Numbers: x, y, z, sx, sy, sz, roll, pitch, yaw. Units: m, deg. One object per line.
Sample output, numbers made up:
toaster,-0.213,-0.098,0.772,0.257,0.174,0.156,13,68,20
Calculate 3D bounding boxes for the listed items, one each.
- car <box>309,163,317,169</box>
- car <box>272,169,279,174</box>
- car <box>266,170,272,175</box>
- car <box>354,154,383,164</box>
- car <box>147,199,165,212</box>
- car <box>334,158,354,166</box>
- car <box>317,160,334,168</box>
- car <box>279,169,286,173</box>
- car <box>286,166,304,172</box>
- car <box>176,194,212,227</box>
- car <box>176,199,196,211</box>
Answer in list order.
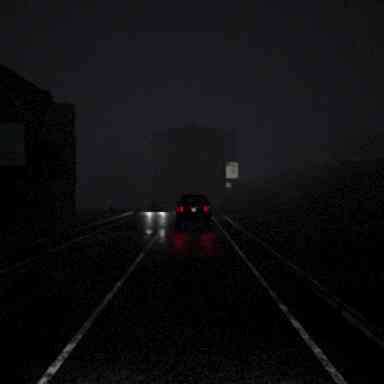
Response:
car,21.747,-4.284,57.228,2.231,1.521,4.892,0,1,-1
car,21.272,-4.764,79.329,2.185,1.767,4.553,0,1,-1
car,21.154,-4.848,84.848,2.185,1.767,4.553,0,1,-1
car,22.457,-3.938,40.632,2.097,1.535,5.008,0,1,-4
car,-4.192,1.541,38.829,1.812,1.442,4.674,0,-1,-8
car,22.106,-4.023,46.169,2.002,1.452,4.674,0,1,-2
car,21.874,-4.182,51.710,2.231,1.521,4.892,0,1,-1
car,21.394,-4.508,73.657,2.002,1.452,4.674,0,1,-1
car,21.512,-4.587,68.163,2.185,1.767,4.553,0,1,-1
car,0.106,1.134,21.907,2.150,2.045,5.566,0,0,0
car,-0.810,1.553,41.096,1.812,1.442,4.674,0,-1,-9
